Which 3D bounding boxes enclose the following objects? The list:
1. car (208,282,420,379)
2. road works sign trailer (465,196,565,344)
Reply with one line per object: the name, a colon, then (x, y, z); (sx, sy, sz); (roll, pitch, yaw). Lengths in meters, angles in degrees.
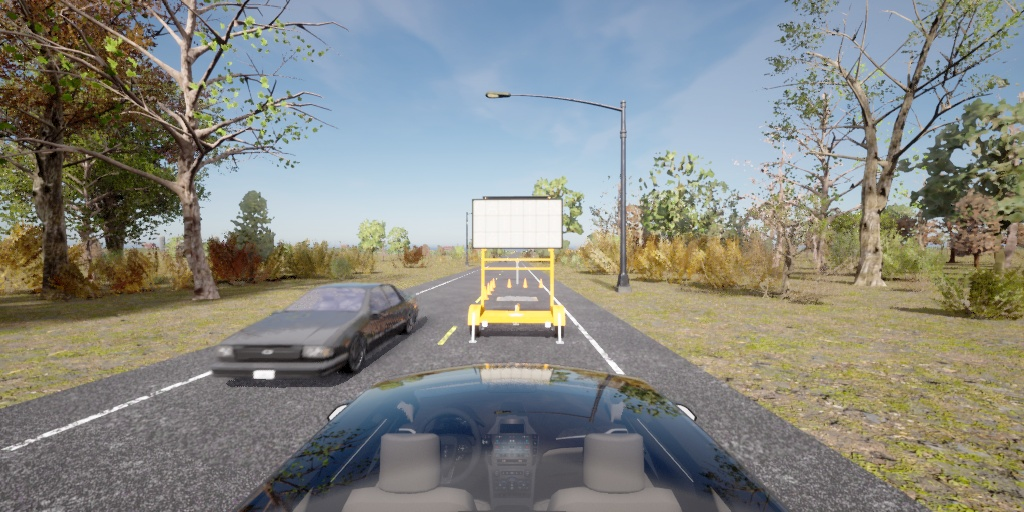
car: (-3.484, 1.295, 7.751); (2.033, 1.411, 5.357); (0, 0, 1)
road works sign trailer: (0.148, 0.211, 9.626); (2.380, 3.560, 2.880); (0, 0, 2)
